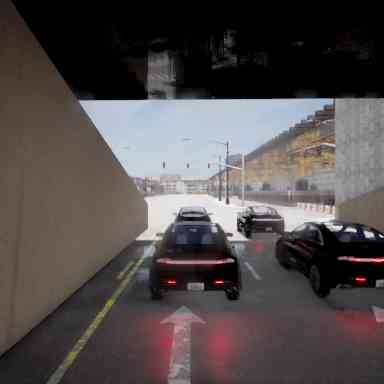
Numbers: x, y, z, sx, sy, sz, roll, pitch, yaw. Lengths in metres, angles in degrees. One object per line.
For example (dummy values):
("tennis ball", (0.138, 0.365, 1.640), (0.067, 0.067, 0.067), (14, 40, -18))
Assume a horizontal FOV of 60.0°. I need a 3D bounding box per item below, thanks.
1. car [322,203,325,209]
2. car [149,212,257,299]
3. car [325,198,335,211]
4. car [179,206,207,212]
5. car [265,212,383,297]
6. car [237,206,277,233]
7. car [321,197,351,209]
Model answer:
("car", (17.405, 1.452, 40.116), (2.038, 1.542, 4.974), (0, 0, 45))
("car", (0.063, 1.491, 8.425), (2.128, 1.511, 4.902), (0, 0, 0))
("car", (17.316, 1.452, 35.509), (2.038, 1.542, 4.974), (0, 0, -35))
("car", (0.041, 1.505, 17.546), (1.837, 1.490, 4.892), (0, 0, 0))
("car", (3.559, 1.489, 8.589), (2.128, 1.511, 4.902), (0, 0, 0))
("car", (3.539, 1.491, 17.721), (2.128, 1.511, 4.902), (0, 0, 0))
("car", (17.442, 1.295, 40.153), (1.853, 1.218, 4.536), (0, 0, 45))
